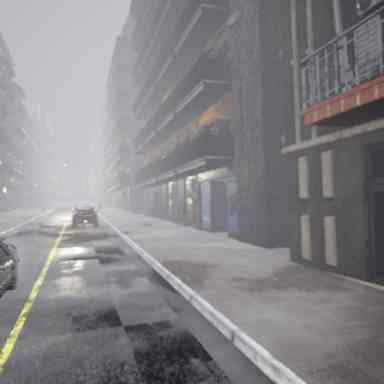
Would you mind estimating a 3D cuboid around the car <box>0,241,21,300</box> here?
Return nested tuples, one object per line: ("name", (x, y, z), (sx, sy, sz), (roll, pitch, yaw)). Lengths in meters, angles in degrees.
("car", (-4.793, 1.694, 6.711), (2.033, 1.411, 5.357), (-1, -1, -19))

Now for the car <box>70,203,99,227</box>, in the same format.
("car", (-8.546, 1.921, 26.541), (1.837, 1.490, 4.892), (-1, -1, -19))

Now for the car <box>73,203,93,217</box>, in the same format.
("car", (-13.341, 2.136, 40.639), (2.128, 1.511, 4.902), (-1, -1, -19))
